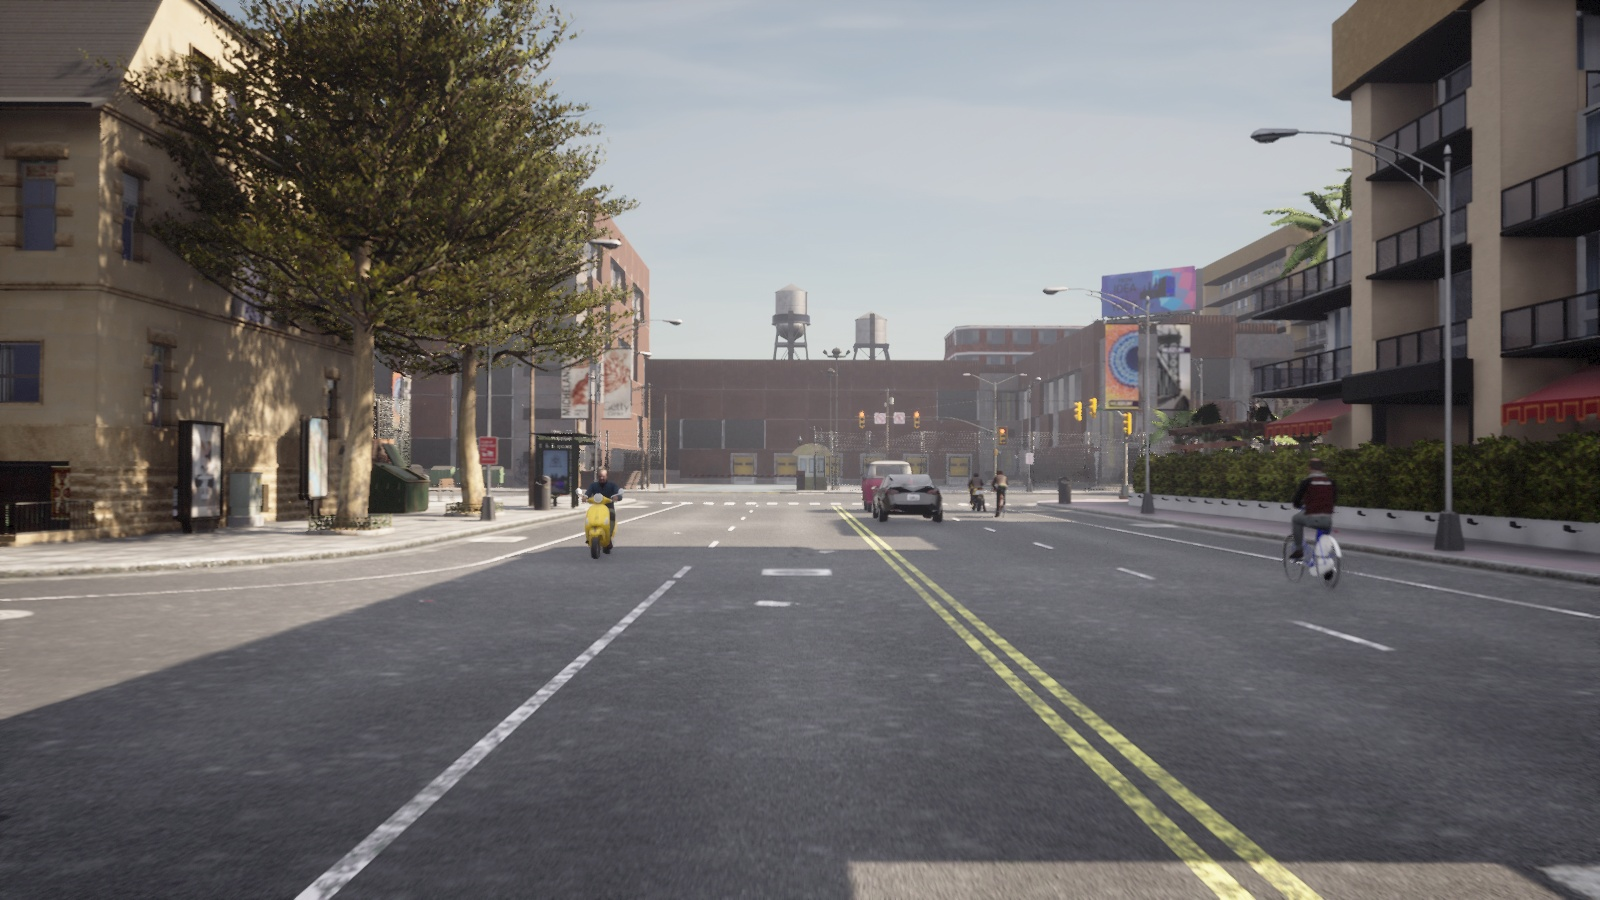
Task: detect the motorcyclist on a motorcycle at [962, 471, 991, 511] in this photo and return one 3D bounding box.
[{"bbox_3d":[6.882,1.590,49.037,0.797,1.523,2.044,0,-1,0],"label":"motorcyclist on a motorcycle"}]

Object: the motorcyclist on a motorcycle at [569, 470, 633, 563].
[{"bbox_3d":[-3.556,1.161,22.600,0.866,1.590,1.817,0,-1,0],"label":"motorcyclist on a motorcycle"}]

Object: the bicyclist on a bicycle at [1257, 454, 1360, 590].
[{"bbox_3d":[6.957,0.947,17.277,0.659,1.776,1.843,0,-1,0],"label":"bicyclist on a bicycle"}]

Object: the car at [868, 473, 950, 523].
[{"bbox_3d":[3.402,1.472,40.112,2.163,1.488,4.792,0,-1,0],"label":"car"}]

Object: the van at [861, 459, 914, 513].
[{"bbox_3d":[3.378,1.377,49.181,1.775,1.987,4.442,0,-1,0],"label":"van"}]
